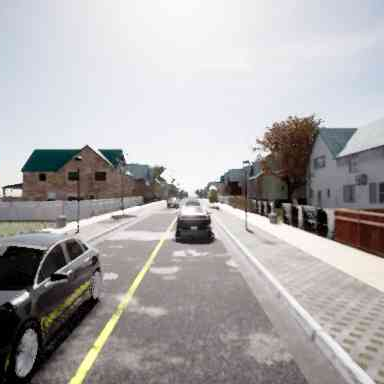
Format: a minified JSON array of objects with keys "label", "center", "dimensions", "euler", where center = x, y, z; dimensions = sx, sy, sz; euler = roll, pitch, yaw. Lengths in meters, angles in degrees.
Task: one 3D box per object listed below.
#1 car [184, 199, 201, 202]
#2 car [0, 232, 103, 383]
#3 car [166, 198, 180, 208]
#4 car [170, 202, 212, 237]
[{"label":"car","center":[0.097,1.553,41.260],"dimensions":[1.882,1.535,5.008],"euler":[0,0,0]},{"label":"car","center":[-2.848,1.506,5.404],"dimensions":[1.837,1.490,4.892],"euler":[0,0,0]},{"label":"car","center":[-2.751,1.638,49.017],"dimensions":[2.128,1.511,4.902],"euler":[0,0,0]},{"label":"car","center":[0.099,1.506,18.282],"dimensions":[2.128,1.511,4.902],"euler":[0,0,0]}]
